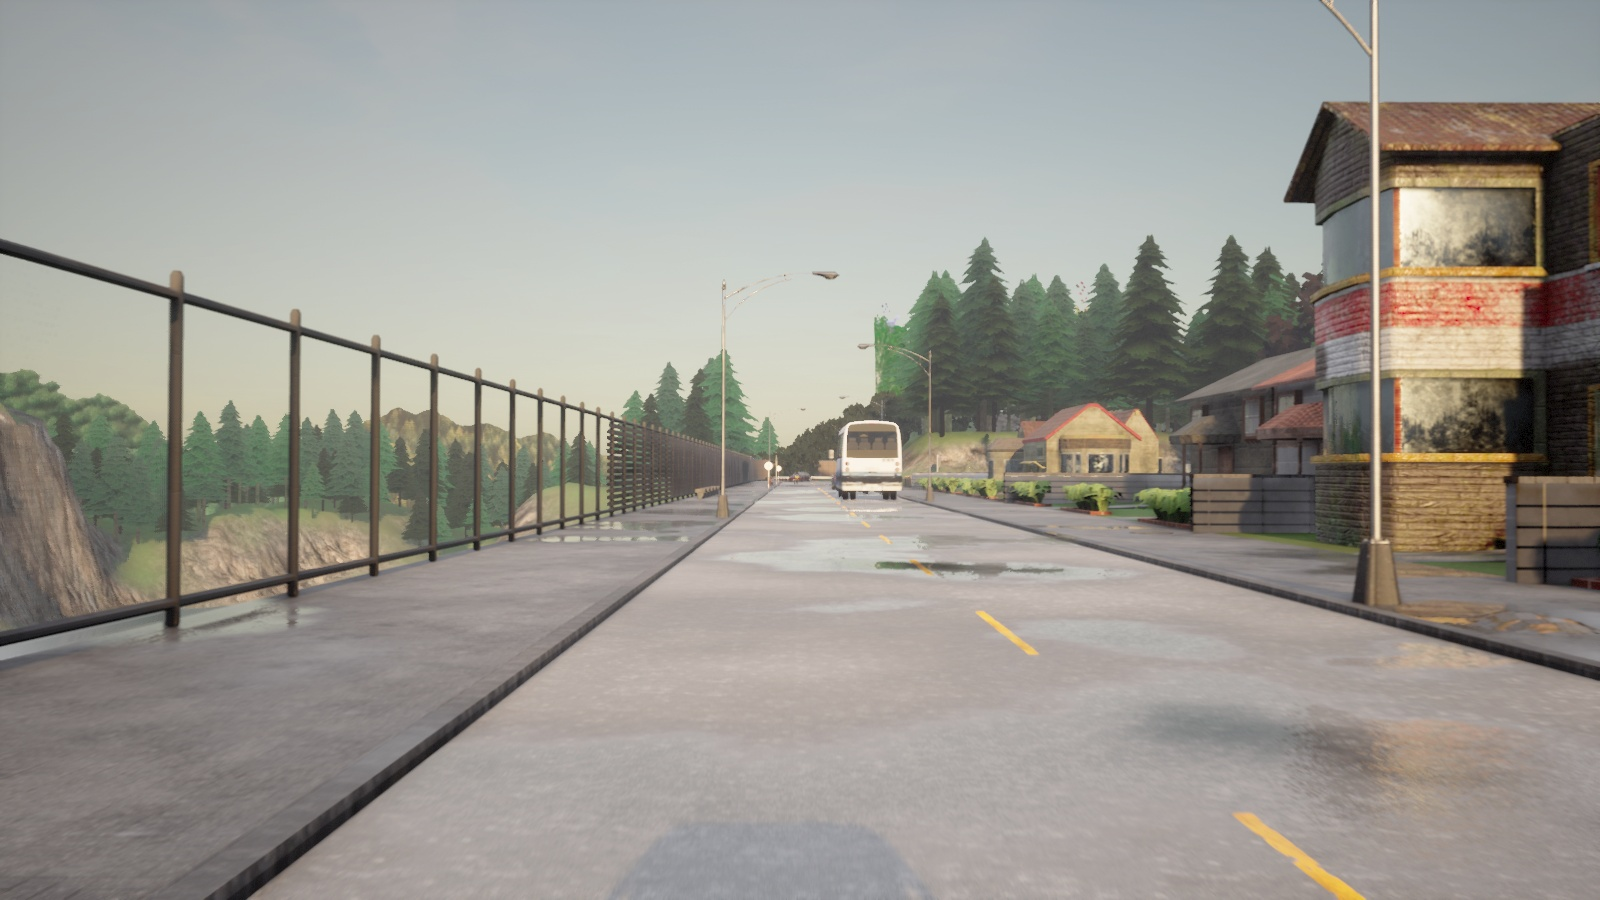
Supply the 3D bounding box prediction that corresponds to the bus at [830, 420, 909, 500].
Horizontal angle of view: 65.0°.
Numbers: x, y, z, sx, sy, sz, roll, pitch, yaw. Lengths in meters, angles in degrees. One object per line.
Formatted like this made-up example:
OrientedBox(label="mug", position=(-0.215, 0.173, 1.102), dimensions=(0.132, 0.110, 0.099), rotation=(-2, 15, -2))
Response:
OrientedBox(label="bus", position=(3.819, 0.633, 72.263), dimensions=(3.944, 4.253, 10.273), rotation=(0, -1, 0))
